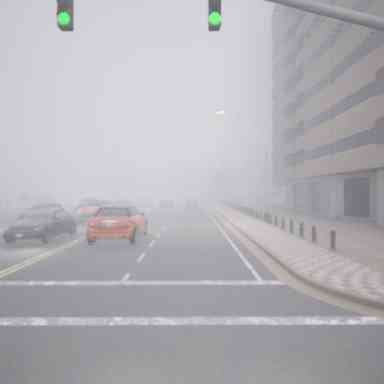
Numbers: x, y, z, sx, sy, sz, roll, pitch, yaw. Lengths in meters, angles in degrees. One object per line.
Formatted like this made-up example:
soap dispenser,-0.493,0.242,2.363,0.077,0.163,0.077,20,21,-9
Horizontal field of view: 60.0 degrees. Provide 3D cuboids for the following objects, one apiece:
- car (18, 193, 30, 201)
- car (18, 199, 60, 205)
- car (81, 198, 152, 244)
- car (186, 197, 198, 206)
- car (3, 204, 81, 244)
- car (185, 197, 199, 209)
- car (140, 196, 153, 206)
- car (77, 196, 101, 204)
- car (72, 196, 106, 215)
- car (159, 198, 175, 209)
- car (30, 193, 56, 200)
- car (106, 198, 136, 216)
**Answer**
car,-27.433,1.122,55.651,1.905,1.878,3.866,0,0,0
car,-10.584,1.506,23.974,1.837,1.490,4.892,0,0,0
car,-3.397,1.362,15.905,2.097,1.767,4.553,0,0,0
car,0.009,1.528,54.206,1.994,1.385,4.181,0,0,0
car,-7.081,1.536,16.094,1.812,1.442,4.674,0,0,2
car,0.008,1.575,45.522,1.895,1.301,4.718,0,0,0
car,-6.992,1.376,49.233,2.097,1.767,4.553,0,0,0
car,-7.083,1.351,25.098,2.097,1.767,4.553,0,0,0
car,-10.571,1.343,34.591,2.097,1.767,4.553,0,0,0
car,-3.488,1.538,45.864,1.994,1.385,4.181,0,0,0
car,-24.539,1.119,55.586,1.932,1.855,4.605,0,0,0
car,-7.077,1.467,33.657,1.882,1.535,5.008,0,0,0
